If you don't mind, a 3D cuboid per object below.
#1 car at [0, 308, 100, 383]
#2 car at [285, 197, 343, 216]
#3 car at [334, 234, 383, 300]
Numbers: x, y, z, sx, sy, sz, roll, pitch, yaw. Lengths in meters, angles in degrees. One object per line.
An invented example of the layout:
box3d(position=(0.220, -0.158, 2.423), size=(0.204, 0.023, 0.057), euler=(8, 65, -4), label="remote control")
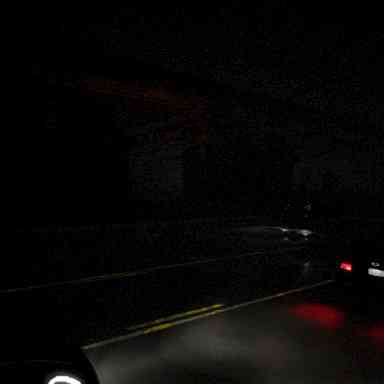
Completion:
box3d(position=(-2.771, 1.353, 1.752), size=(4.553, 1.767, 2.097), euler=(0, 0, -36), label="car")
box3d(position=(8.355, 1.009, 22.740), size=(4.553, 1.767, 2.097), euler=(0, 0, -36), label="car")
box3d(position=(5.467, 1.547, 7.658), size=(5.357, 1.411, 2.033), euler=(0, 0, -36), label="car")
